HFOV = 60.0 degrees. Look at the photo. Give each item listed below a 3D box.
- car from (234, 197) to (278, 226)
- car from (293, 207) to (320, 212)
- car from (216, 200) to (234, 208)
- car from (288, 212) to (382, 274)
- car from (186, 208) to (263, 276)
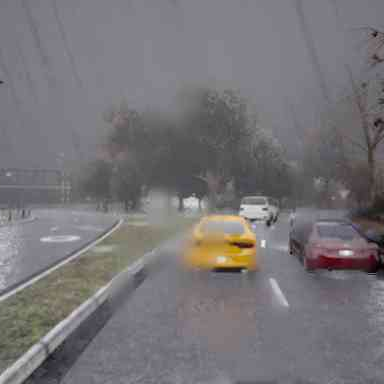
[{"bbox_3d":[5.090,1.366,25.006,2.150,2.045,5.566,-1,-1,21],"label":"car"},{"bbox_3d":[8.240,1.715,24.108,1.895,1.301,4.718,-1,-1,22],"label":"car"},{"bbox_3d":[7.719,2.683,70.681,5.566,2.045,2.150,-1,-2,21],"label":"car"},{"bbox_3d":[4.321,1.565,10.657,1.994,1.385,4.181,0,0,8],"label":"car"},{"bbox_3d":[1.026,1.492,10.554,1.882,1.535,5.008,0,0,8],"label":"car"}]
